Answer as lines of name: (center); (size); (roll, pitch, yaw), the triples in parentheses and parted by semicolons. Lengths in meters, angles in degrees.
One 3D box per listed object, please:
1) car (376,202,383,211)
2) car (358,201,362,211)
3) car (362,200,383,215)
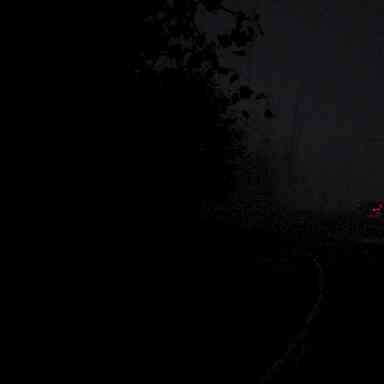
car: (32.759, 2.504, 56.186); (1.994, 1.385, 4.181); (1, -1, 42)
car: (25.910, 1.955, 48.570); (2.097, 1.767, 4.553); (1, -1, 43)
car: (21.701, 1.808, 38.666); (1.837, 1.490, 4.892); (1, -2, 40)
